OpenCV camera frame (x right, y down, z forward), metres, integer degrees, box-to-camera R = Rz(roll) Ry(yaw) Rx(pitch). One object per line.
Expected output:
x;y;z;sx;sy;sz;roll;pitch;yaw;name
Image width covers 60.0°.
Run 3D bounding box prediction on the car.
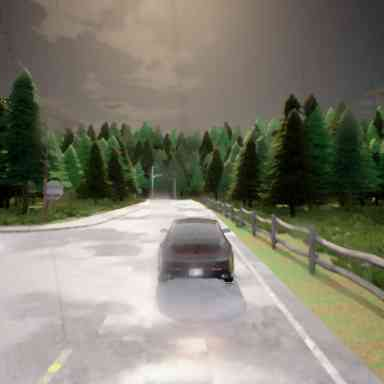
0.093;1.492;9.609;1.837;1.490;4.892;0;0;0;car
